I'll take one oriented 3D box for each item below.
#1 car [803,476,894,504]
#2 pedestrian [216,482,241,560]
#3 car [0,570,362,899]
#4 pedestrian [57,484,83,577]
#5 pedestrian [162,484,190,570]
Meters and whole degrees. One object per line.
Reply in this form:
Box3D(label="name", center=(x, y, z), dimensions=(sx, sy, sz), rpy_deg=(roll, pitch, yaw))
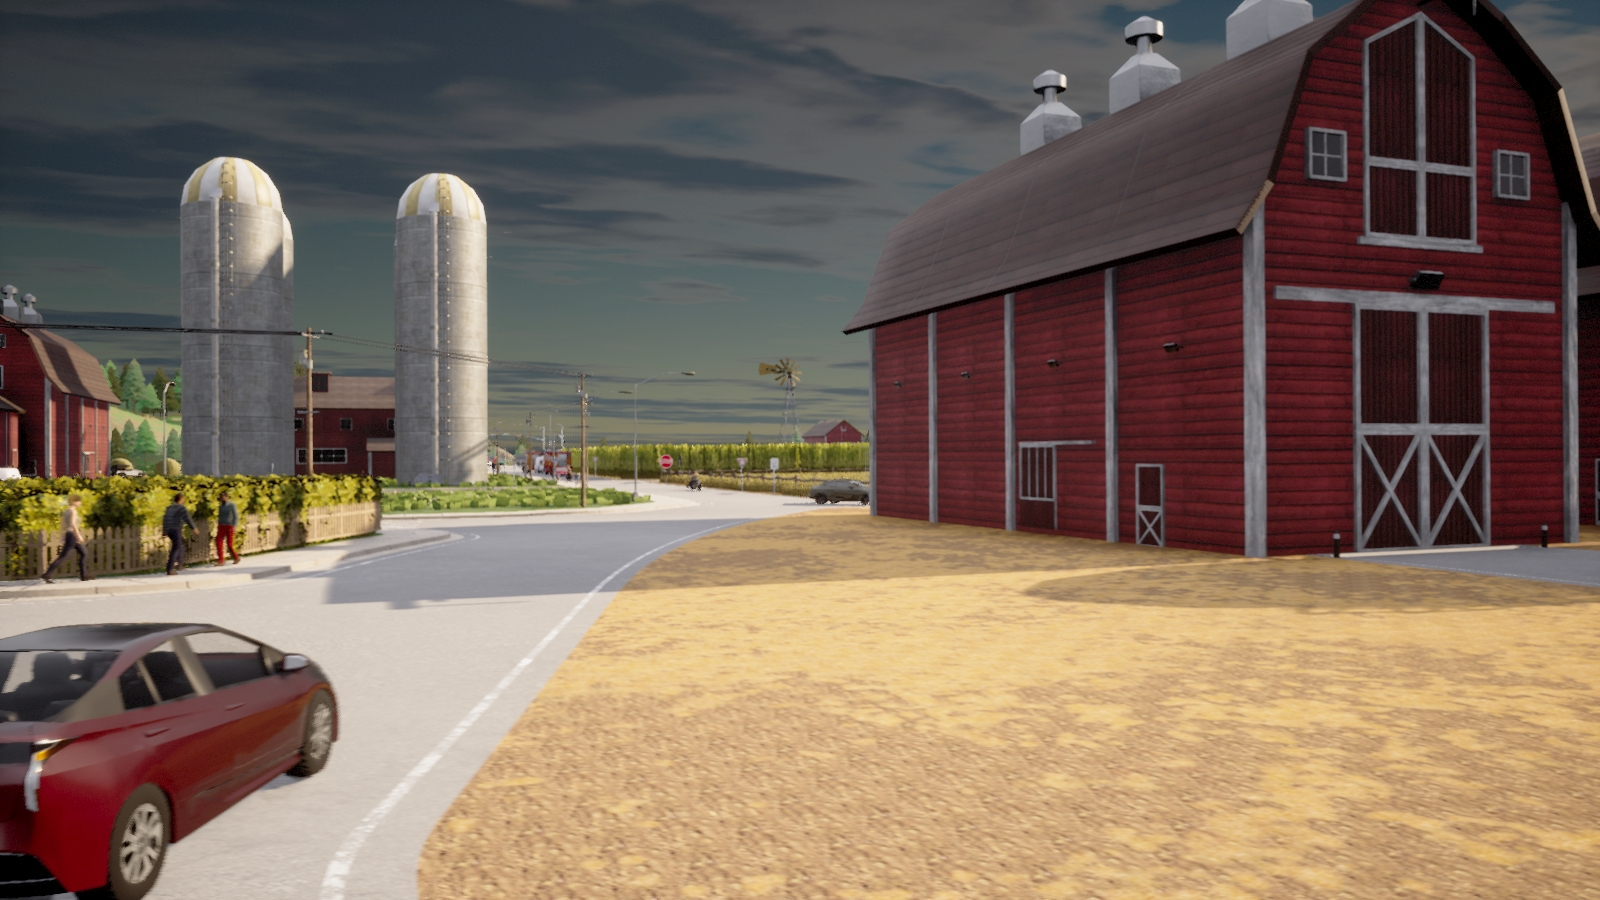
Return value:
Box3D(label="car", center=(2.734, 2.225, 64.404), dimensions=(4.674, 1.442, 2.002), rpy_deg=(0, 0, 28))
Box3D(label="pedestrian", center=(-13.737, 1.697, 27.460), dimensions=(0.375, 1.860, 0.375), rpy_deg=(0, 0, 11))
Box3D(label="car", center=(-4.952, 1.866, 8.292), dimensions=(2.007, 1.525, 4.514), rpy_deg=(0, 0, -3))
Box3D(label="pedestrian", center=(-14.870, 1.620, 23.261), dimensions=(0.375, 1.860, 0.375), rpy_deg=(0, 0, -44))
Box3D(label="pedestrian", center=(-13.718, 1.676, 25.134), dimensions=(0.375, 1.860, 0.375), rpy_deg=(0, 0, 19))
